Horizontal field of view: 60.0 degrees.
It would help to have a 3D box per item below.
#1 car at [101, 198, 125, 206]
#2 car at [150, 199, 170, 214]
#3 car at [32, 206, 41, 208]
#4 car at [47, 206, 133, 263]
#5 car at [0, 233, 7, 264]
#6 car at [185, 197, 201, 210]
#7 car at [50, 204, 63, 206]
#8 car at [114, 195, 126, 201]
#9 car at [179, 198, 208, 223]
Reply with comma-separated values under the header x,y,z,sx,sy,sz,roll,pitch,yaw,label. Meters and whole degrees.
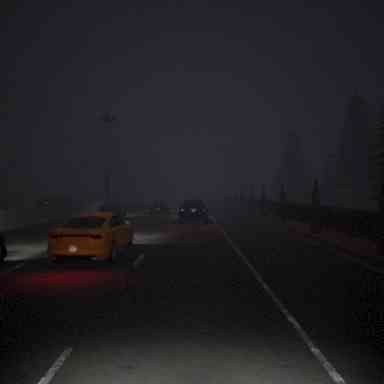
x,y,z,sx,sy,sz,roll,pitch,yaw,label
-6.897,1.520,28.684,1.812,1.442,4.674,0,0,0,car
-3.410,1.518,35.748,1.812,1.442,4.674,0,0,0,car
-17.584,1.343,40.510,2.097,1.767,4.553,0,0,0,car
-3.399,1.475,11.972,1.882,1.535,5.008,0,0,0,car
-6.902,1.351,8.689,2.097,1.767,4.553,0,0,0,car
0.103,1.468,42.952,1.882,1.535,5.008,0,0,0,car
-14.090,1.499,37.812,1.837,1.490,4.892,0,0,0,car
-17.576,1.508,81.105,1.994,1.385,4.181,0,0,-1,car
0.103,1.346,25.477,2.097,1.767,4.553,0,0,0,car
